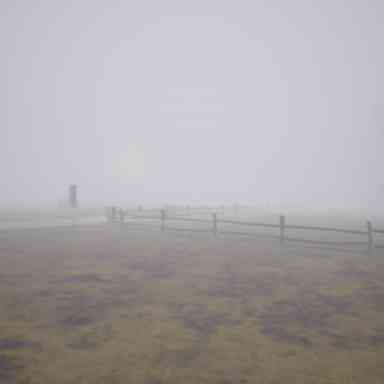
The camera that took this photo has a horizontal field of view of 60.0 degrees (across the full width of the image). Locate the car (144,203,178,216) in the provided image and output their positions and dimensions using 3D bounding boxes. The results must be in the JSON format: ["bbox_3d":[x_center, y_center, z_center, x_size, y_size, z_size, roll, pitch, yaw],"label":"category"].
[{"bbox_3d":[-3.714,2.121,40.581,2.128,1.511,4.902,0,-2,35],"label":"car"}]

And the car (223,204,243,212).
[{"bbox_3d":[6.711,2.687,55.099,1.994,1.385,4.181,0,-2,35],"label":"car"}]
